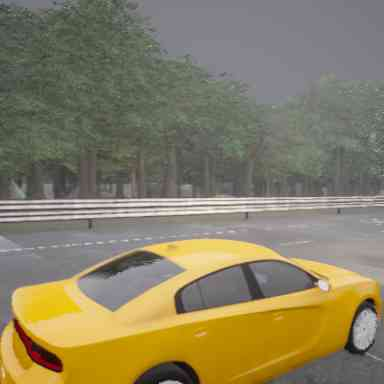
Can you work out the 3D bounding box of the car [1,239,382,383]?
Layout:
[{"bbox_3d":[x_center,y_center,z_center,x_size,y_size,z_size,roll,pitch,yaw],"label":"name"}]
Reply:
[{"bbox_3d":[0.447,1.368,4.262,5.008,1.535,1.882,0,2,-33],"label":"car"}]
